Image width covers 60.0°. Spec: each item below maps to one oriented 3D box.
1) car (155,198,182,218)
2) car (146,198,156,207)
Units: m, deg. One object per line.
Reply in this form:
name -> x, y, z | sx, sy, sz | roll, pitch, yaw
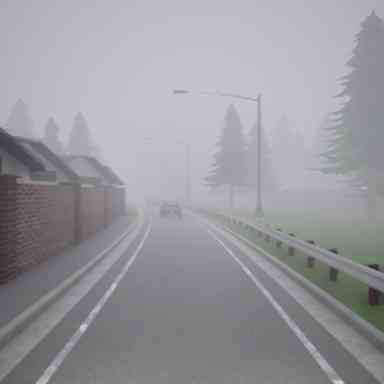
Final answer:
car -> -2.024, 1.502, 30.537 | 2.128, 1.511, 4.902 | 0, 0, -8
car -> -5.872, 1.583, 51.036 | 1.994, 1.385, 4.181 | 0, 0, -13
